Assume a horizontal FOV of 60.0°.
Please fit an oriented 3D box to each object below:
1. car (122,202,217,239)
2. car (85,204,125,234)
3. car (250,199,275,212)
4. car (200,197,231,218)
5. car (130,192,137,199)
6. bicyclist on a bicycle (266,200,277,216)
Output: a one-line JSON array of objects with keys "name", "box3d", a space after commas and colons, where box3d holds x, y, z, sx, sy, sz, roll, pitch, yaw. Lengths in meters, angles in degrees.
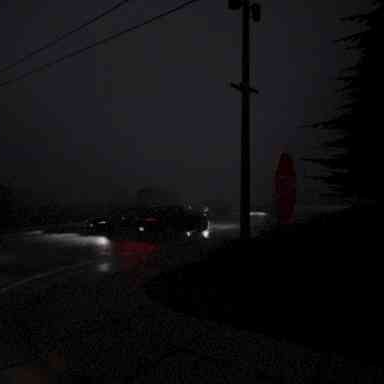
[{"name": "car", "box3d": [-0.990, 1.491, 17.442, 2.128, 1.511, 4.902, 0, 0, 34]}, {"name": "car", "box3d": [-3.966, 1.493, 19.472, 1.837, 1.490, 4.892, 0, 0, 33]}, {"name": "car", "box3d": [8.282, 1.530, 38.438, 2.033, 1.411, 5.357, 0, 0, 33]}, {"name": "car", "box3d": [1.451, 1.338, 27.867, 2.097, 1.767, 4.553, 0, 0, 33]}, {"name": "car", "box3d": [-14.913, 0.948, 87.346, 3.866, 1.878, 1.905, -2, 6, -11]}, {"name": "bicyclist on a bicycle", "box3d": [4.878, 1.312, 19.378, 1.656, 1.620, 0.582, 0, 0, 33]}]
